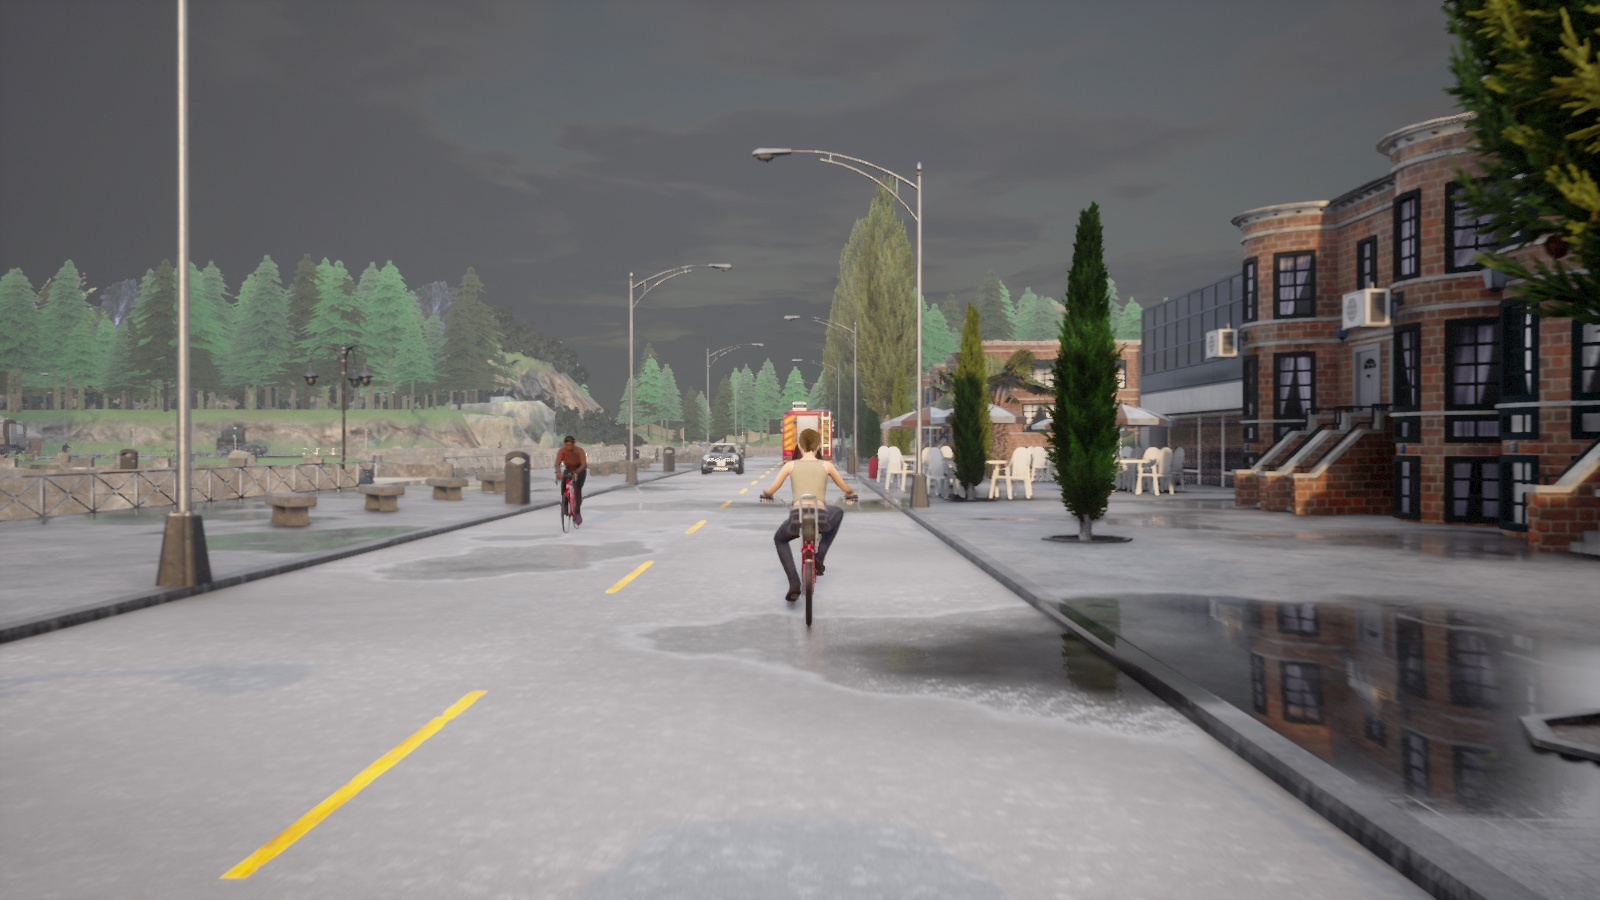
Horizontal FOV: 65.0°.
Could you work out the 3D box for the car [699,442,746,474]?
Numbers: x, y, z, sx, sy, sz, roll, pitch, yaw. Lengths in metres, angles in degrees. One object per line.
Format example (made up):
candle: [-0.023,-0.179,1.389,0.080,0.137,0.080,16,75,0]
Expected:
car: [-3.654,0.373,59.547,1.970,1.475,3.806,0,0,0]

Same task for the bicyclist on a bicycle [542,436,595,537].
bicyclist on a bicycle: [-3.867,0.577,21.072,0.582,1.620,1.656,0,1,0]

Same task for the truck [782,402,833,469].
truck: [0.433,-0.842,75.205,2.891,3.827,8.468,0,0,0]

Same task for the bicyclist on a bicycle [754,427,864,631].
bicyclist on a bicycle: [0.075,0.623,10.678,0.866,1.612,1.509,0,0,0]
